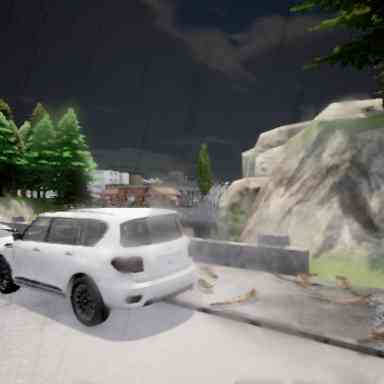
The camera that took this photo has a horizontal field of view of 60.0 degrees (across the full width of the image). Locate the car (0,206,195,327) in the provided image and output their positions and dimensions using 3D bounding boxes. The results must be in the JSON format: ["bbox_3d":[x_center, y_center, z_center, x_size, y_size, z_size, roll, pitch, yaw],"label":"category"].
[{"bbox_3d":[-2.517,1.377,7.693,5.566,2.045,2.150,-1,1,38],"label":"car"}]
